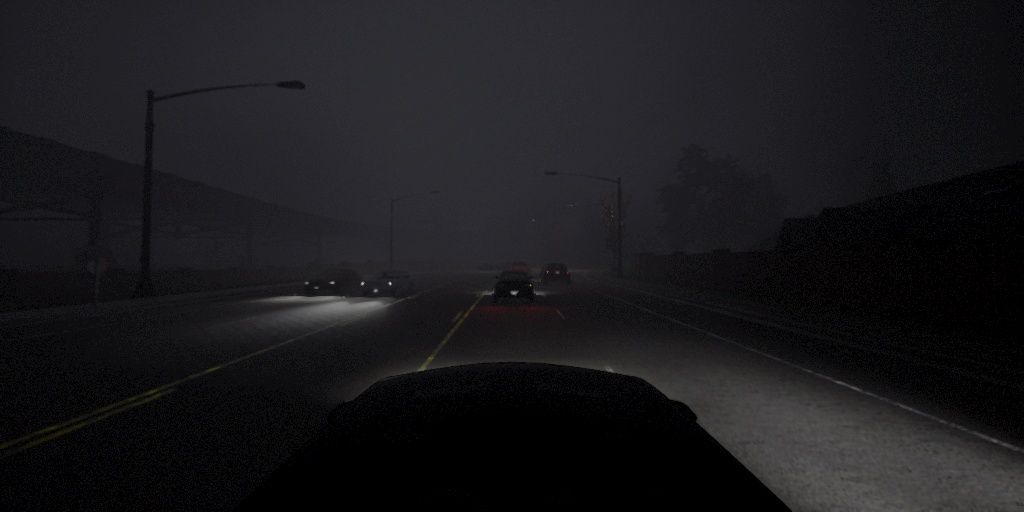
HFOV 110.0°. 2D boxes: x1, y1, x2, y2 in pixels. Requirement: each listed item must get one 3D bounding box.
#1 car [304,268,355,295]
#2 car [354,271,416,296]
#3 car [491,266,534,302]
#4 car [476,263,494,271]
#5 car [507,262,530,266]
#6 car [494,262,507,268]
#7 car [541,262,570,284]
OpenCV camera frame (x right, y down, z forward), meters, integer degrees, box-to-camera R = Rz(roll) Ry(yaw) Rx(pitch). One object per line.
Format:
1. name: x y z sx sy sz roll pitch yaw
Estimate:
1. car: -10.591 1.469 21.746 1.812 1.442 4.674 0 -1 0
2. car: -7.099 1.536 20.914 1.895 1.301 4.718 0 -1 0
3. car: 0.095 1.433 17.927 1.812 1.442 4.674 0 0 0
4. car: -4.233 1.899 62.788 2.033 1.411 5.357 -1 -1 26
5. car: 1.133 1.490 45.377 2.097 1.767 4.553 0 0 11
6. car: -0.633 1.814 62.011 1.837 1.490 4.892 -1 -1 27
7. car: 3.601 1.374 30.397 2.097 1.767 4.553 0 -1 0
